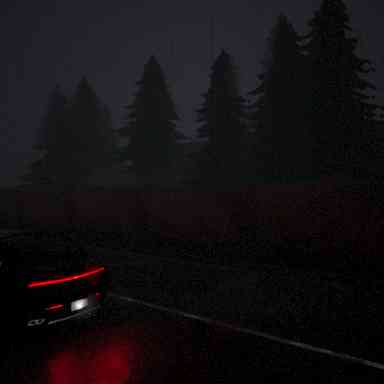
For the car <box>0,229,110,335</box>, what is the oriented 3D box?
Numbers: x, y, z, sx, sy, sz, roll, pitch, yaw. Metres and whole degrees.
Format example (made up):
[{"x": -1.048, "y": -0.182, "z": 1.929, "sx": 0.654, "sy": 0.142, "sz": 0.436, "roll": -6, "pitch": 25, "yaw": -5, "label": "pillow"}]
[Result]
[{"x": -3.744, "y": 1.507, "z": 6.662, "sx": 4.892, "sy": 1.490, "sz": 1.837, "roll": 1, "pitch": 0, "yaw": 36, "label": "car"}]
